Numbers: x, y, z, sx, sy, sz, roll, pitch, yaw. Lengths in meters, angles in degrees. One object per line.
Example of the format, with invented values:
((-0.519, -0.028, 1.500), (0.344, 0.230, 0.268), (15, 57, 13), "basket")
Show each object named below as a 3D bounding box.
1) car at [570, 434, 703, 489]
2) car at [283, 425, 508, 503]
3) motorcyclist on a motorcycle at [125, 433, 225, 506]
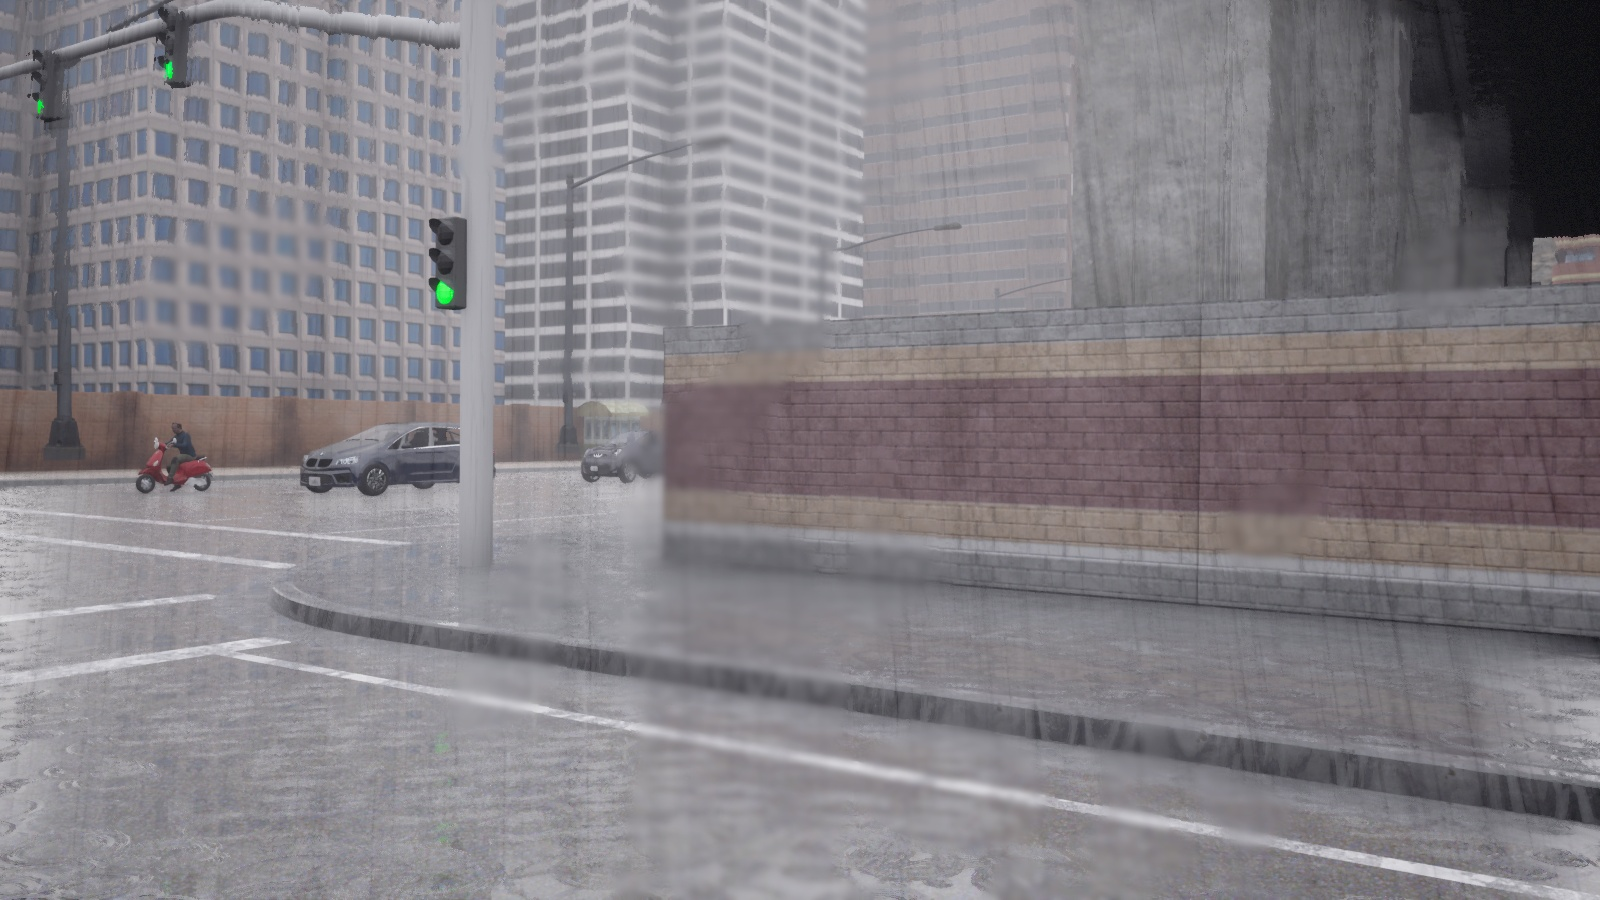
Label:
((-4.681, 0.292, 36.289), (1.845, 1.501, 3.633), (0, 1, 34), "car")
((-9.350, 0.259, 29.396), (2.242, 1.667, 4.611), (0, 1, 34), "car")
((-14.162, 0.424, 28.516), (0.866, 1.590, 1.817), (0, 1, 34), "motorcyclist on a motorcycle")
